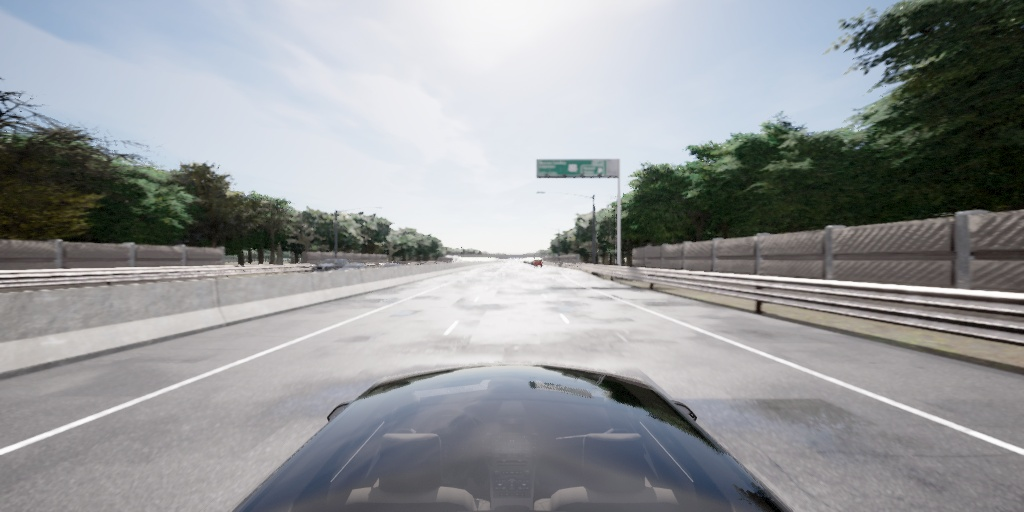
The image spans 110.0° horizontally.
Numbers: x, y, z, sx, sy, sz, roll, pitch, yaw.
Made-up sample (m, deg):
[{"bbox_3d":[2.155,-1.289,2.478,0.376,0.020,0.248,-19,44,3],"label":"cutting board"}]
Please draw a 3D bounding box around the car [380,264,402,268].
[{"bbox_3d":[-14.064,1.636,41.842,1.837,1.490,4.892,0,-1,0],"label":"car"}]

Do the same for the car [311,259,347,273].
[{"bbox_3d":[-21.058,1.354,41.903,2.150,2.045,5.566,0,-1,0],"label":"car"}]

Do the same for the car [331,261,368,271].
[{"bbox_3d":[-17.566,1.616,39.656,1.837,1.490,4.892,0,-1,0],"label":"car"}]
